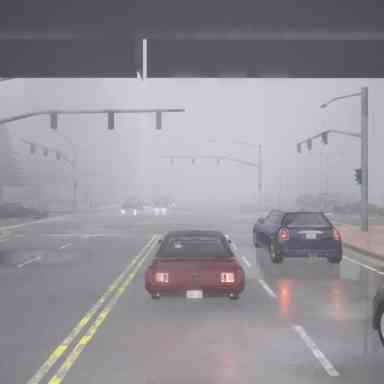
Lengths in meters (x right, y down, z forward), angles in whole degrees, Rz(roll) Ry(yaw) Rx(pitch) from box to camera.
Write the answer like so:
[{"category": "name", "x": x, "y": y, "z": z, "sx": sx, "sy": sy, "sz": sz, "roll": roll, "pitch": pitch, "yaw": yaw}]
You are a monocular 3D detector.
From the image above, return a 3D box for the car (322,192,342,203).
[{"category": "car", "x": 19.557, "y": 1.156, "z": 48.116, "sx": 1.905, "sy": 1.878, "sz": 3.866, "roll": 0, "pitch": 0, "yaw": 0}]

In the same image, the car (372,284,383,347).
[{"category": "car", "x": 3.601, "y": 1.505, "z": 3.037, "sx": 1.837, "sy": 1.490, "sz": 4.892, "roll": 0, "pitch": 0, "yaw": 0}]

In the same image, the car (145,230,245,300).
[{"category": "car", "x": 0.070, "y": 1.601, "z": 8.361, "sx": 1.895, "sy": 1.301, "sz": 4.718, "roll": 0, "pitch": 0, "yaw": 0}]

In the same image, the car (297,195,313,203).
[{"category": "car", "x": 22.218, "y": 1.395, "z": 65.590, "sx": 1.970, "sy": 1.475, "sz": 3.806, "roll": 0, "pitch": 0, "yaw": 0}]

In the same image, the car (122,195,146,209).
[{"category": "car", "x": -8.030, "y": 1.352, "z": 44.802, "sx": 2.097, "sy": 1.767, "sz": 4.553, "roll": 0, "pitch": 0, "yaw": 2}]

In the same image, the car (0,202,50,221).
[{"category": "car", "x": -13.906, "y": 1.526, "z": 26.708, "sx": 4.674, "sy": 1.442, "sz": 1.812, "roll": 0, "pitch": 0, "yaw": -3}]

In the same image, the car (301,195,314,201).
[{"category": "car", "x": 27.947, "y": 1.395, "z": 80.707, "sx": 1.970, "sy": 1.475, "sz": 3.806, "roll": 0, "pitch": 0, "yaw": 0}]

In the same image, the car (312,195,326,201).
[{"category": "car", "x": 30.842, "y": 1.364, "z": 80.714, "sx": 1.784, "sy": 1.438, "sz": 3.905, "roll": 0, "pitch": 0, "yaw": 0}]

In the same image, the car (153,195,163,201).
[{"category": "car", "x": -8.083, "y": 1.538, "z": 80.240, "sx": 1.994, "sy": 1.385, "sz": 4.181, "roll": 0, "pitch": 0, "yaw": 0}]

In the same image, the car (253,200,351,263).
[{"category": "car", "x": 3.585, "y": 1.352, "z": 12.126, "sx": 2.097, "sy": 1.767, "sz": 4.553, "roll": 0, "pitch": 0, "yaw": 0}]

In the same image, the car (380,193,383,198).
[{"category": "car", "x": 39.115, "y": 1.153, "z": 65.724, "sx": 1.932, "sy": 1.855, "sz": 4.605, "roll": 0, "pitch": 0, "yaw": 0}]

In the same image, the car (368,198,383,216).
[{"category": "car", "x": 19.266, "y": 1.505, "z": 30.398, "sx": 4.892, "sy": 1.490, "sz": 1.837, "roll": 0, "pitch": 0, "yaw": 1}]

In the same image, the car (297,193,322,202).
[{"category": "car", "x": 16.663, "y": 1.153, "z": 48.163, "sx": 1.932, "sy": 1.855, "sz": 4.605, "roll": 0, "pitch": 0, "yaw": 0}]

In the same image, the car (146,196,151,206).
[{"category": "car", "x": -8.012, "y": 1.478, "z": 53.972, "sx": 1.882, "sy": 1.535, "sz": 5.008, "roll": 0, "pitch": 0, "yaw": 0}]

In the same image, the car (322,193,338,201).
[{"category": "car", "x": 33.525, "y": 1.153, "z": 80.771, "sx": 1.932, "sy": 1.855, "sz": 4.605, "roll": 0, "pitch": 0, "yaw": 0}]

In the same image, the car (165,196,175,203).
[{"category": "car", "x": -4.517, "y": 1.601, "z": 68.761, "sx": 1.895, "sy": 1.301, "sz": 4.718, "roll": 0, "pitch": 0, "yaw": 0}]

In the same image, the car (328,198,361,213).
[{"category": "car", "x": 16.682, "y": 1.564, "z": 33.932, "sx": 4.181, "sy": 1.385, "sz": 1.994, "roll": 0, "pitch": 0, "yaw": 1}]

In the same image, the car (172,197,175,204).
[{"category": "car", "x": -4.529, "y": 1.352, "z": 58.606, "sx": 2.097, "sy": 1.767, "sz": 4.553, "roll": 0, "pitch": 0, "yaw": 0}]

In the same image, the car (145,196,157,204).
[{"category": "car", "x": -8.026, "y": 1.526, "z": 65.859, "sx": 1.812, "sy": 1.442, "sz": 4.674, "roll": 0, "pitch": 0, "yaw": 0}]

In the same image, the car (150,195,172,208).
[{"category": "car", "x": -4.491, "y": 1.491, "z": 49.564, "sx": 2.128, "sy": 1.511, "sz": 4.902, "roll": 0, "pitch": 0, "yaw": 0}]
